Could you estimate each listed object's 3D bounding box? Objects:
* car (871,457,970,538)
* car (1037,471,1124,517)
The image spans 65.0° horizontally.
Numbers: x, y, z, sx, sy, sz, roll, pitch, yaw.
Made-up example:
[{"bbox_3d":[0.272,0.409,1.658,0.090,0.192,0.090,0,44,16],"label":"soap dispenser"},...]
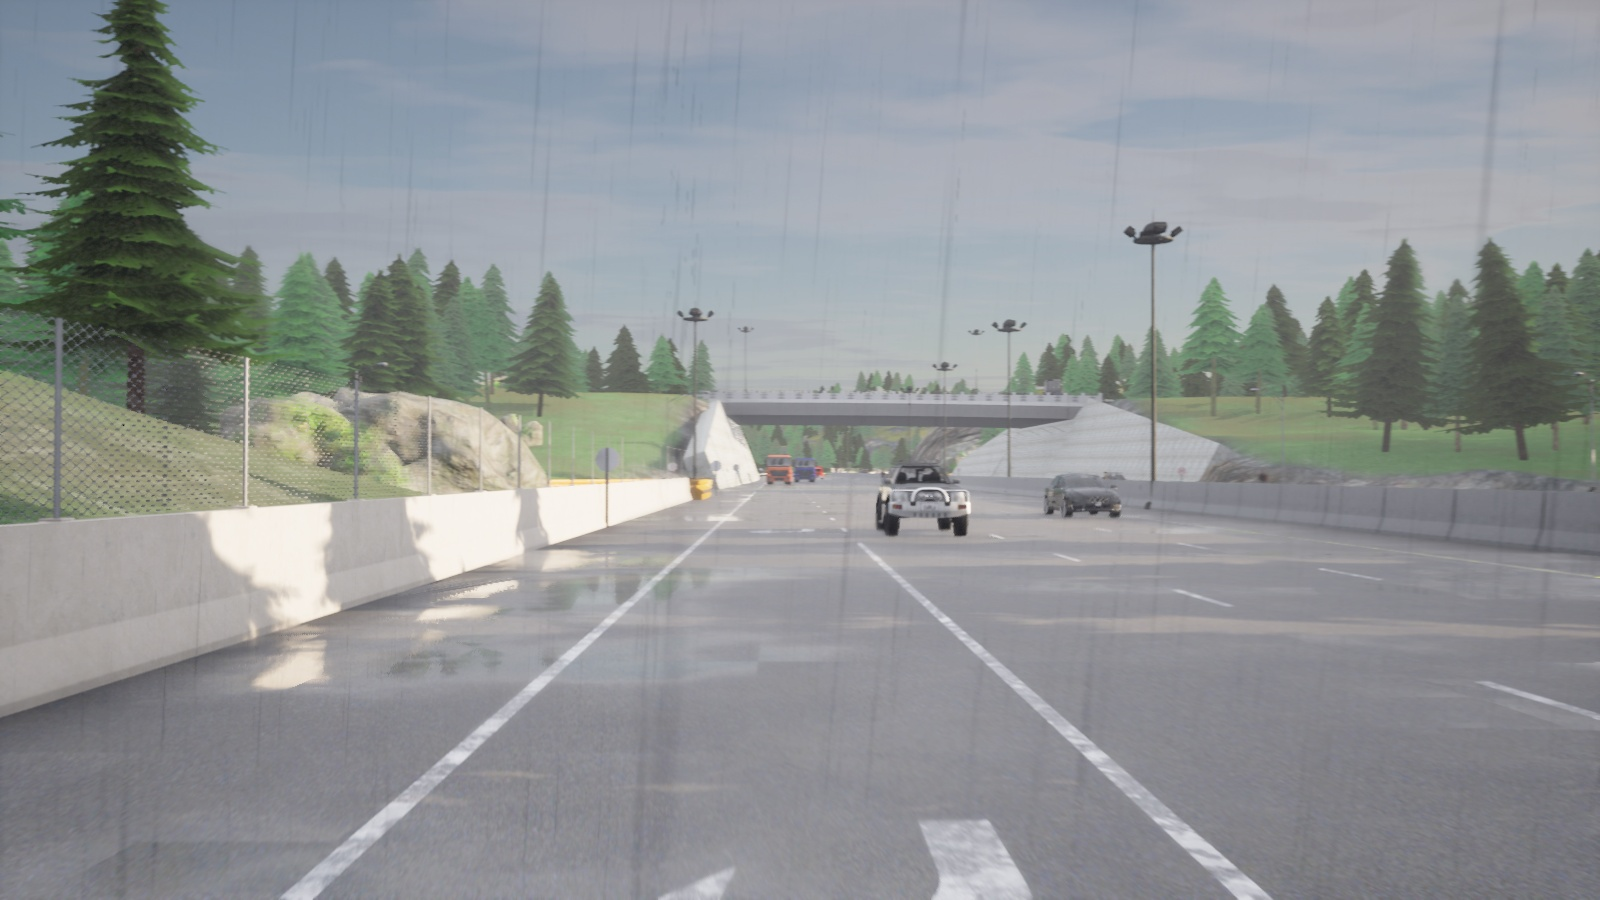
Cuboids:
[{"bbox_3d":[2.899,1.138,31.214,1.932,1.855,4.605,0,-1,-1],"label":"car"},{"bbox_3d":[9.661,1.492,43.701,1.837,1.490,4.892,0,-1,-1],"label":"car"}]
